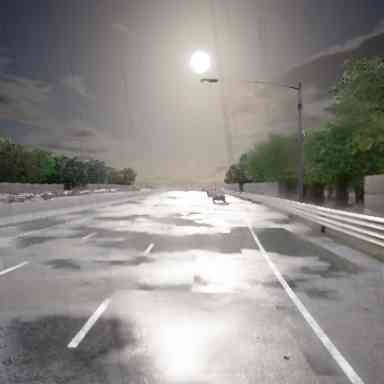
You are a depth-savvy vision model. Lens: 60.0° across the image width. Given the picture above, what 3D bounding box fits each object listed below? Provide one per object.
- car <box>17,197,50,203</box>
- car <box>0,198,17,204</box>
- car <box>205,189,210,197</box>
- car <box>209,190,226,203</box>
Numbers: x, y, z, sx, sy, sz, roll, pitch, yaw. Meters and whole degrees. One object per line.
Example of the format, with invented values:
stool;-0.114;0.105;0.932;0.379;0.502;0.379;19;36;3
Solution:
car;-17.066;1.290;37.044;1.812;1.442;4.674;0;1;1
car;-20.575;1.318;36.691;2.033;1.411;5.357;0;1;1
car;4.965;0.493;83.800;1.895;1.301;4.718;0;1;1
car;4.390;0.753;55.217;2.097;1.767;4.553;0;1;1
